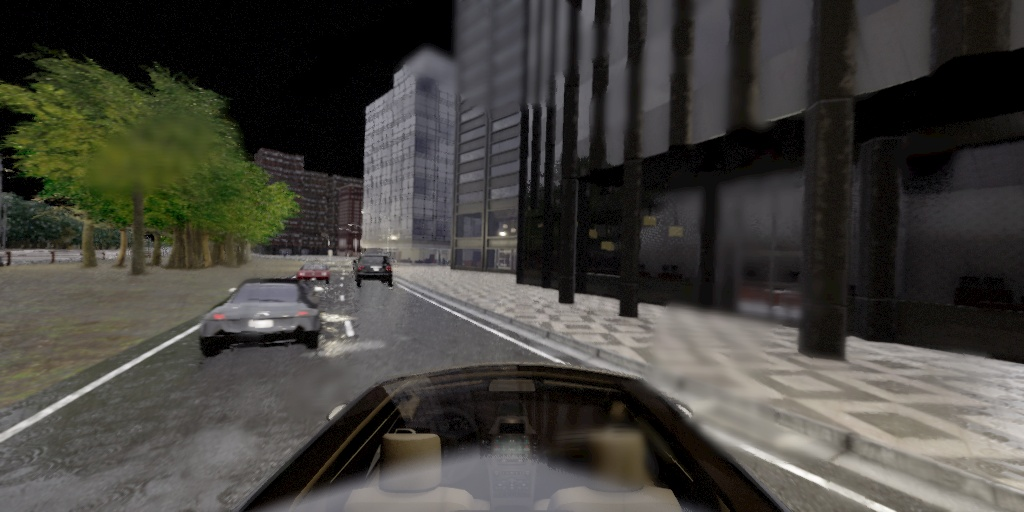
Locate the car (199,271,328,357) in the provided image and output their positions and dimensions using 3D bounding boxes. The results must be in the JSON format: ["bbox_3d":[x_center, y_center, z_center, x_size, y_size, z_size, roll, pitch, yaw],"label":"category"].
[{"bbox_3d":[-5.521,1.210,8.394,1.994,1.385,4.181,2,-1,-27],"label":"car"}]

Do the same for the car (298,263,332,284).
[{"bbox_3d":[-13.380,1.152,24.475,1.895,1.301,4.718,2,-1,-25],"label":"car"}]

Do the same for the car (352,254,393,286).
[{"bbox_3d":[-9.315,0.885,24.028,2.150,2.045,5.566,2,0,-25],"label":"car"}]
